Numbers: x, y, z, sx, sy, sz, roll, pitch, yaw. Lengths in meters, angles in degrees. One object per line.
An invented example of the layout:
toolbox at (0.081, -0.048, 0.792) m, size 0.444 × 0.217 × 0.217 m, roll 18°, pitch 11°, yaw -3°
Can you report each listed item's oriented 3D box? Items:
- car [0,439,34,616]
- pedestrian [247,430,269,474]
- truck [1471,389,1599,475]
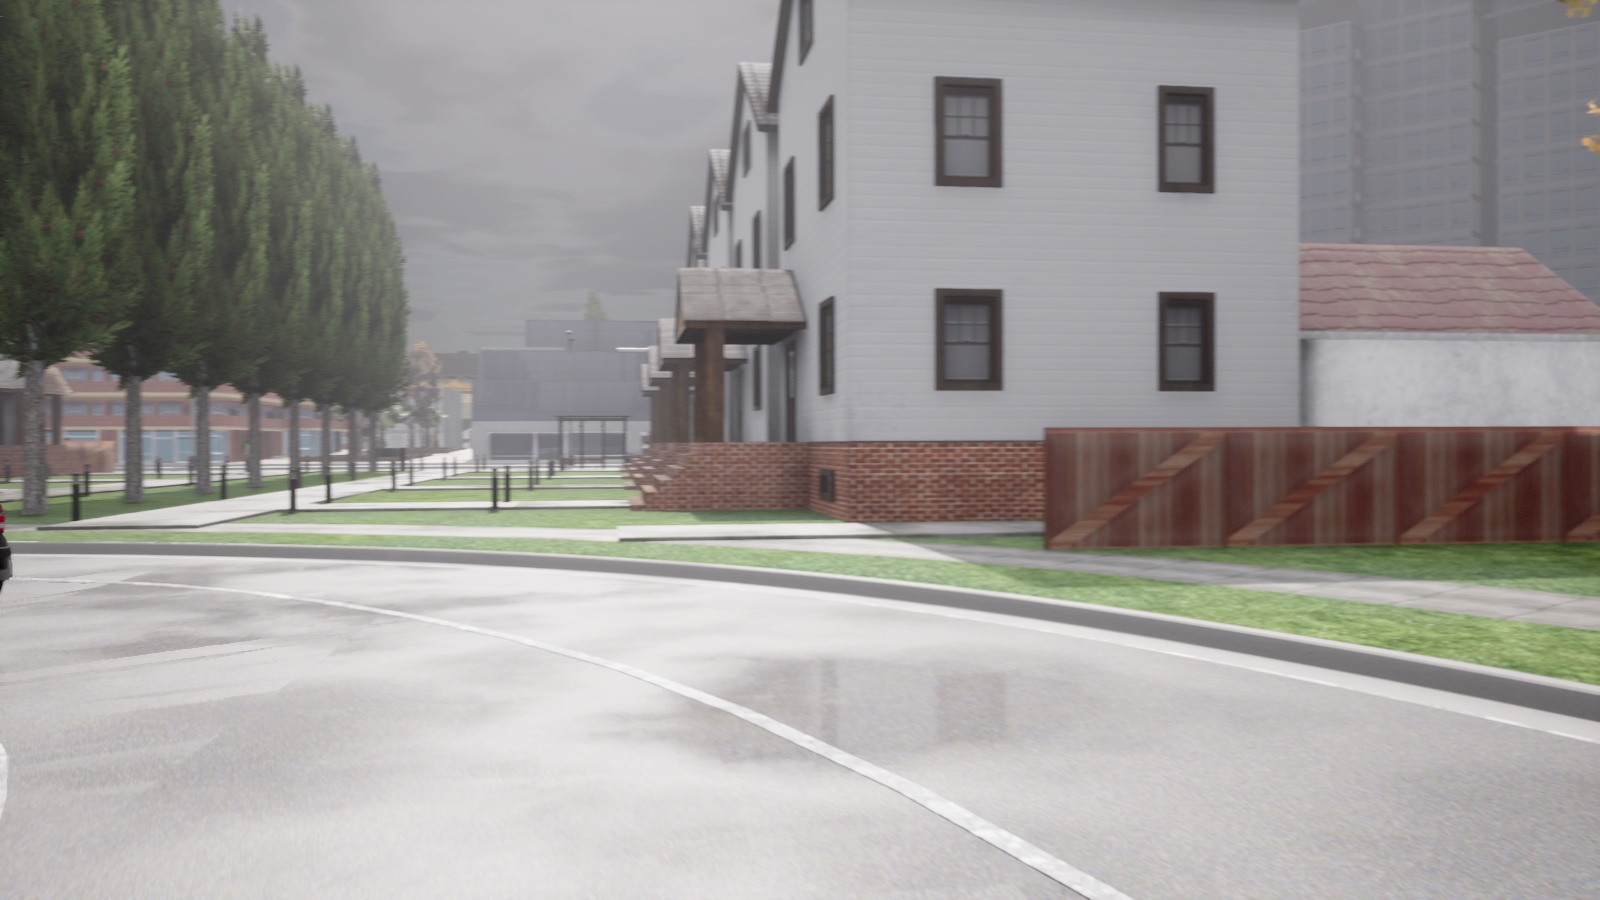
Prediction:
car at (-8.930, 0.679, 11.085) m, size 3.705 × 1.549 × 1.789 m, roll 0°, pitch 0°, yaw 20°
pedestrian at (-24.114, 0.079, 55.874) m, size 0.659 × 1.952 × 0.873 m, roll 0°, pitch 0°, yaw -7°
truck at (35.873, -0.817, 57.774) m, size 2.891 × 3.827 × 8.468 m, roll 0°, pitch 0°, yaw -33°
